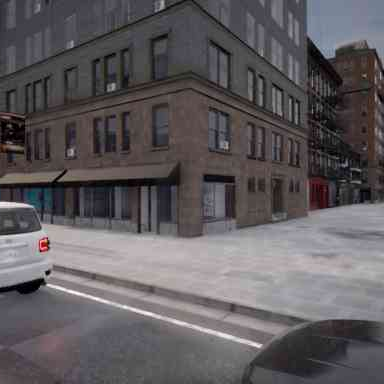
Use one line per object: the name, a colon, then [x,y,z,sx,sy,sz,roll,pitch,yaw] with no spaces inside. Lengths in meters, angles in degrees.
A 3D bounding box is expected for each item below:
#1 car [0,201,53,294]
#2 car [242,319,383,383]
car: [-5.466,1.222,7.574,5.566,2.045,2.150,0,0,36]
car: [2.605,1.505,1.829,4.892,1.490,1.837,0,0,36]
